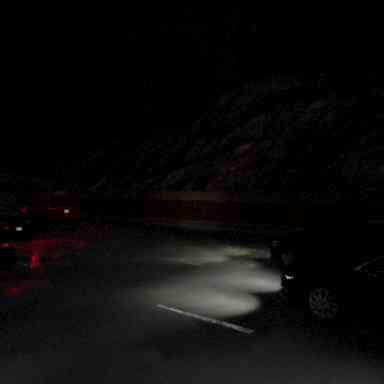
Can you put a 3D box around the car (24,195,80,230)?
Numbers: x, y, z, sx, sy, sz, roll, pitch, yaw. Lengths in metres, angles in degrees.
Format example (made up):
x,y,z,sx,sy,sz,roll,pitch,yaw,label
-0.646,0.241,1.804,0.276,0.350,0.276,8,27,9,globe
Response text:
x,y,z,sx,sy,sz,roll,pitch,yaw,label
-9.270,1.227,21.411,5.566,2.045,2.150,0,0,45,car

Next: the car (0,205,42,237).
x,y,z,sx,sy,sz,roll,pitch,yaw,label
-9.679,1.523,16.958,4.674,1.442,1.812,0,0,43,car

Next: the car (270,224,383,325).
x,y,z,sx,sy,sz,roll,pitch,yaw,label
3.969,1.527,5.548,4.892,1.490,1.837,0,0,36,car

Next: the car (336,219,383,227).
x,y,z,sx,sy,sz,roll,pitch,yaw,label
4.700,1.508,9.360,5.008,1.535,1.882,0,0,37,car

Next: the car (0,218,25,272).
x,y,z,sx,sy,sz,roll,pitch,yaw,label
-6.893,1.559,9.730,4.181,1.385,1.994,0,0,41,car
